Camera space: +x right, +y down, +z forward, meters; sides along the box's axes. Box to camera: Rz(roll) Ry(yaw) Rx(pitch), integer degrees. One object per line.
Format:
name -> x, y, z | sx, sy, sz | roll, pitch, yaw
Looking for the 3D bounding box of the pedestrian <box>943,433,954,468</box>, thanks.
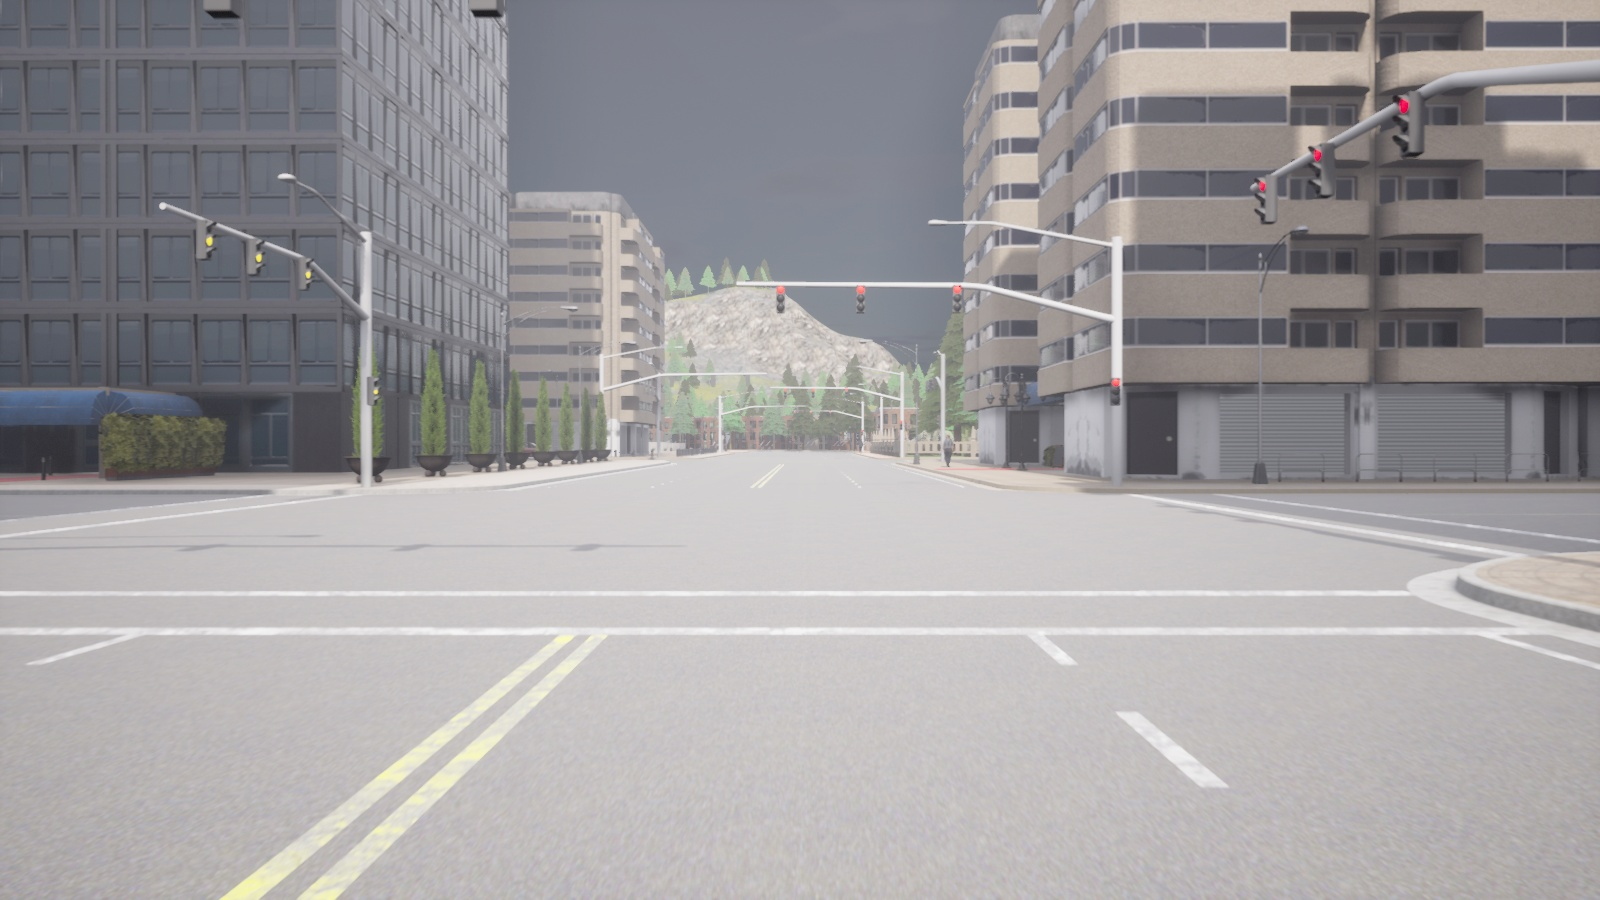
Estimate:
pedestrian -> 8.047, 0.023, 67.990 | 0.540, 1.848, 0.694 | 0, 0, 1
